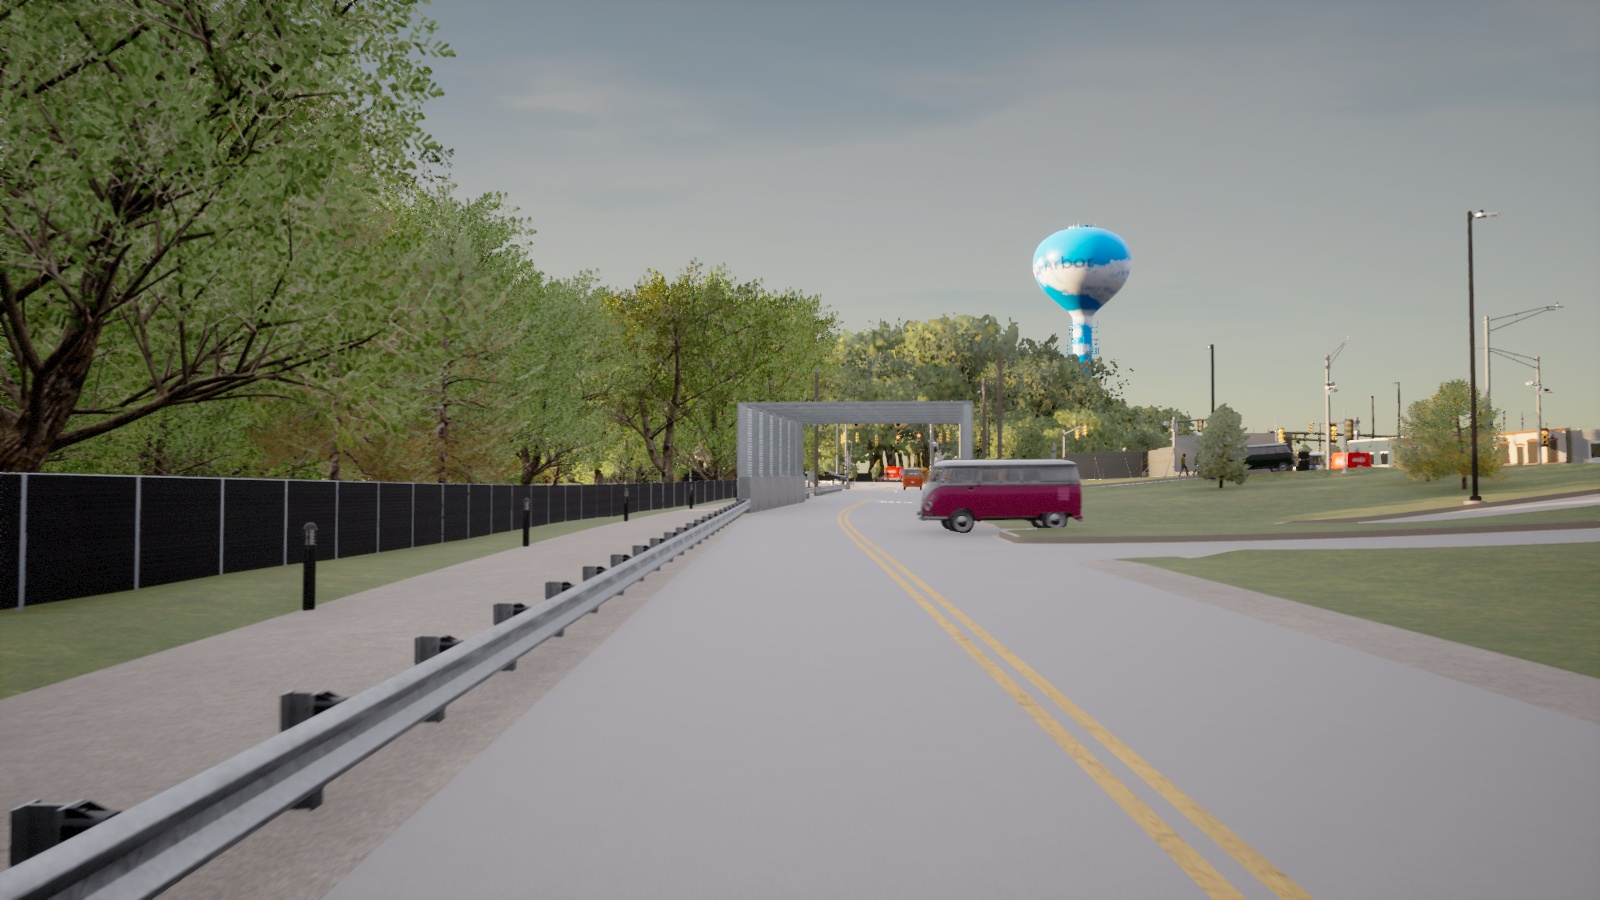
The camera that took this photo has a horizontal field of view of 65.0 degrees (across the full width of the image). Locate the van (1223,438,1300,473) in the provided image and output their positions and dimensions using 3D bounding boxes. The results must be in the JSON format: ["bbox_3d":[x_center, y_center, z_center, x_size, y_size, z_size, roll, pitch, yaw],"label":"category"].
[{"bbox_3d":[31.351,0.357,85.331,4.442,1.987,1.775,-4,-2,0],"label":"van"}]

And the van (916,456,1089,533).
[{"bbox_3d":[5.568,1.215,34.844,4.442,1.987,1.775,-1,-1,-3],"label":"van"}]
